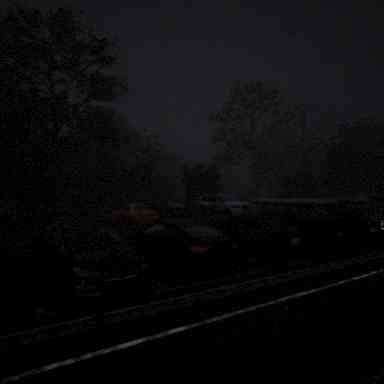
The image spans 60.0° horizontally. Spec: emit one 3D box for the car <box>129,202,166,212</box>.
[{"bbox_3d":[-4.247,1.482,23.851,1.946,1.575,5.366,0,0,-36],"label":"car"}]

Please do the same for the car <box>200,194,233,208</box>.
[{"bbox_3d":[2.646,1.184,28.527,2.435,2.045,5.566,0,0,-36],"label":"car"}]

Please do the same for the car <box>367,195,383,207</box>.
[{"bbox_3d":[27.452,1.227,46.330,2.097,1.535,5.008,0,0,-36],"label":"car"}]

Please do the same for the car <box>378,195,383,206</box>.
[{"bbox_3d":[29.707,1.249,47.949,2.002,1.452,4.674,0,0,-36],"label":"car"}]

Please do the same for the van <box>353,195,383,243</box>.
[{"bbox_3d":[6.395,1.241,15.015,1.878,1.987,4.442,0,0,-36],"label":"van"}]

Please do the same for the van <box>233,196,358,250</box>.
[{"bbox_3d":[3.982,1.255,13.573,1.878,1.987,4.442,0,0,-36],"label":"van"}]

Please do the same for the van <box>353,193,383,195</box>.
[{"bbox_3d":[10.820,1.203,18.472,1.878,1.987,4.442,0,0,-36],"label":"van"}]

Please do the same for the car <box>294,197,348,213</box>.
[{"bbox_3d":[14.020,1.337,36.484,1.946,1.575,5.366,0,0,-36],"label":"car"}]

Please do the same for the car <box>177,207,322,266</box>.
[{"bbox_3d":[1.756,1.524,11.870,2.163,1.488,4.792,0,0,-36],"label":"car"}]

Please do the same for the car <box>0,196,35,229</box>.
[{"bbox_3d":[-10.895,1.257,18.826,2.435,2.045,5.566,0,0,-36],"label":"car"}]

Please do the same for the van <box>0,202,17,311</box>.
[{"bbox_3d":[-5.139,1.284,7.037,1.878,1.987,4.442,0,0,-36],"label":"van"}]

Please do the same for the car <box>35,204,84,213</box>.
[{"bbox_3d":[-8.672,1.534,20.488,2.163,1.488,4.792,0,0,-36],"label":"car"}]

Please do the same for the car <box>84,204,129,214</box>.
[{"bbox_3d":[-6.376,1.529,22.062,2.163,1.488,4.792,0,0,-36],"label":"car"}]

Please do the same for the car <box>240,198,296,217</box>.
[{"bbox_3d":[7.141,1.397,31.790,2.097,1.535,5.008,0,0,-36],"label":"car"}]

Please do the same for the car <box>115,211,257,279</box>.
[{"bbox_3d":[-0.508,1.542,10.209,2.002,1.452,4.674,0,0,-36],"label":"car"}]

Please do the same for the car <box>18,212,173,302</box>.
[{"bbox_3d":[-2.792,1.508,8.583,2.231,1.521,4.892,0,0,-36],"label":"car"}]

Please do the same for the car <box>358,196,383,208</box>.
[{"bbox_3d":[25.194,1.286,44.714,2.002,1.452,4.674,0,0,-36],"label":"car"}]

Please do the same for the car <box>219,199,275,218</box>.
[{"bbox_3d":[4.884,1.416,30.173,2.097,1.535,5.008,0,0,-36],"label":"car"}]

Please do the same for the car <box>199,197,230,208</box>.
[{"bbox_3d":[0.379,1.456,26.931,2.231,1.521,4.892,0,0,-36],"label":"car"}]

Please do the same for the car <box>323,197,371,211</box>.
[{"bbox_3d":[18.442,1.332,39.845,2.163,1.488,4.792,0,0,-36],"label":"car"}]

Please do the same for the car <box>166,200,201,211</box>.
[{"bbox_3d":[-1.879,1.471,25.314,2.097,1.535,5.008,0,0,-36],"label":"car"}]
